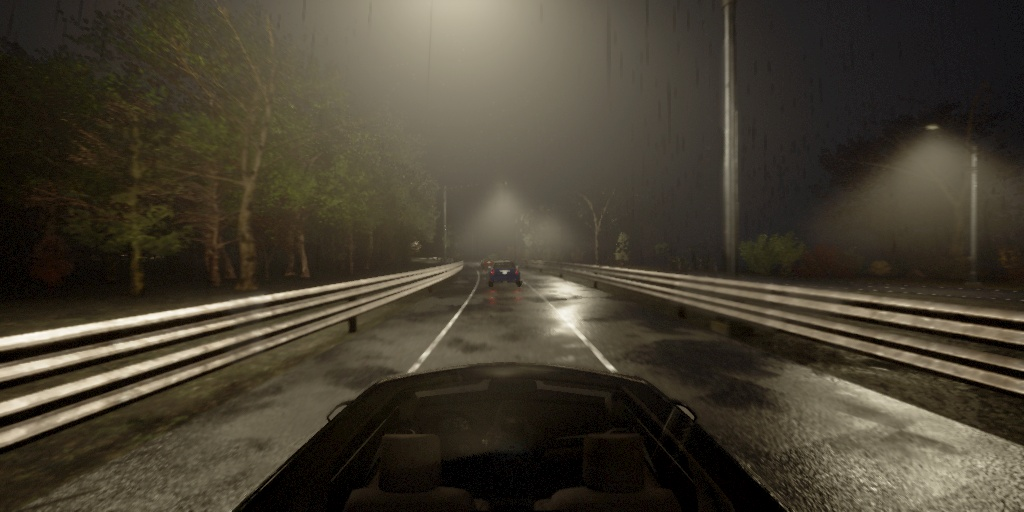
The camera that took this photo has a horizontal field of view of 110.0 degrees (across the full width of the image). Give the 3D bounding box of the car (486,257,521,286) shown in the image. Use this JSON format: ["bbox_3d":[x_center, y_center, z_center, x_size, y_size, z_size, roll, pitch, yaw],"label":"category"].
[{"bbox_3d":[-0.607,1.099,25.258,2.097,1.767,4.553,0,0,-4],"label":"car"}]

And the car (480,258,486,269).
[{"bbox_3d":[-3.719,1.067,55.107,2.097,1.767,4.553,0,0,-8],"label":"car"}]
